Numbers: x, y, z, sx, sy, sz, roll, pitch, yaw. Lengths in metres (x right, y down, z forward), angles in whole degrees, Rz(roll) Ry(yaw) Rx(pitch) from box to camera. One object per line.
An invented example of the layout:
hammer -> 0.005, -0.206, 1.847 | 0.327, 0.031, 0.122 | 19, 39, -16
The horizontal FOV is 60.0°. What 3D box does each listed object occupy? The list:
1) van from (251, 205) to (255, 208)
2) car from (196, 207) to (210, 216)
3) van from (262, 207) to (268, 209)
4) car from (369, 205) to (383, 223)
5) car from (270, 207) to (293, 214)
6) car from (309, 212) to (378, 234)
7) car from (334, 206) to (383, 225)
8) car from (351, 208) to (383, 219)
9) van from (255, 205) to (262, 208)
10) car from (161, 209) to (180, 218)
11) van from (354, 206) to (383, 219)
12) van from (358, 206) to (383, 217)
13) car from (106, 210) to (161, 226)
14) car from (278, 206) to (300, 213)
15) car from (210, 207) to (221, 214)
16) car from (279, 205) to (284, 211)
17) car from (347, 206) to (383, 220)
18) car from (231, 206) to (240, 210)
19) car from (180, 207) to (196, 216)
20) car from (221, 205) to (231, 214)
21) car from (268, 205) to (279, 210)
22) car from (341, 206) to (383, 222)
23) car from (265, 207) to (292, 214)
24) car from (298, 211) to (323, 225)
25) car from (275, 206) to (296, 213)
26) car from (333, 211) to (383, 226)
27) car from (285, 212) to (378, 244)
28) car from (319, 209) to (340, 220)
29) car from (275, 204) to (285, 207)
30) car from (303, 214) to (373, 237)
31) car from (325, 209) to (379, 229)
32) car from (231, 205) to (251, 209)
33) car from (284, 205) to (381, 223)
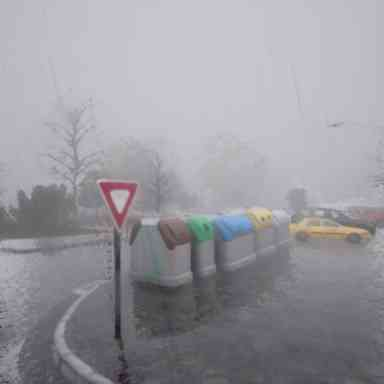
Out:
van -> 7.586, 3.098, 54.175 | 4.442, 1.987, 1.878 | 0, -2, 12
car -> -0.591, 2.883, 41.212 | 4.792, 1.488, 2.163 | 0, -2, 12
van -> 10.730, 3.281, 59.230 | 4.442, 1.987, 1.878 | 0, -2, 12
car -> 17.623, 2.647, 36.152 | 5.566, 2.045, 2.435 | 1, -1, 12
car -> 20.018, 4.058, 74.398 | 4.892, 1.521, 2.231 | 0, -2, 12
car -> 12.851, 2.622, 28.500 | 5.008, 1.535, 2.097 | 1, -1, 12
car -> 20.807, 2.830, 41.251 | 5.566, 2.045, 2.435 | 1, -1, 12
car -> 28.781, 3.542, 53.987 | 5.008, 1.535, 2.097 | 1, -1, 12
van -> 9.158, 3.189, 56.702 | 4.442, 1.987, 1.878 | -1, -2, 12
car -> -4.208, 2.646, 35.459 | 4.892, 1.521, 2.231 | 0, -2, 12
van -> 30.259, 3.406, 56.565 | 4.442, 1.987, 1.878 | 1, -1, 12
van -> 33.436, 3.590, 61.681 | 4.442, 1.987, 1.878 | 1, -1, 12
car -> -6.015, 2.541, 32.588 | 4.892, 1.521, 2.231 | 0, -3, 12
car -> 23.091, 4.241, 79.470 | 5.008, 1.535, 2.097 | 0, -2, 11
car -> 1.146, 2.833, 44.104 | 4.553, 1.767, 2.185 | 0, -2, 12
car -> 15.359, 3.812, 66.815 | 4.792, 1.488, 2.163 | 0, -2, 12
car -> 27.222, 3.200, 51.444 | 5.566, 2.045, 2.435 | 1, -2, 12
car -> 4.323, 3.182, 49.140 | 4.674, 1.452, 2.002 | 0, -2, 12
car -> -2.598, 2.748, 38.372 | 5.366, 1.575, 1.946 | 0, -2, 12
car -> 2.781, 2.924, 46.607 | 4.553, 1.767, 2.185 | 0, -2, 12
car -> 13.729, 3.720, 64.294 | 4.792, 1.488, 2.163 | -1, -2, 12
car -> 24.044, 3.016, 46.349 | 5.566, 2.045, 2.435 | 1, -2, 12
car -> 18.643, 3.961, 71.839 | 5.366, 1.575, 1.946 | 0, -2, 12
car -> 14.145, 2.997, 39.469 | 1.812, 1.442, 4.674 | 0, -2, 33
car -> 21.584, 4.023, 76.933 | 4.553, 1.767, 2.185 | 0, -2, 11
car -> 19.210, 3.019, 38.698 | 4.792, 1.488, 2.163 | 1, -1, 12
car -> 8.204, 2.319, 20.796 | 5.366, 1.575, 1.946 | 1, -2, 12
car -> 20.908, 3.355, 50.357 | 2.128, 1.511, 4.902 | 0, -2, 32
car -> 16.871, 3.623, 69.356 | 5.566, 2.045, 2.435 | 0, -2, 12
car -> 11.236, 2.567, 25.942 | 4.674, 1.452, 2.002 | 1, -1, 12
car -> 16.024, 2.681, 33.615 | 4.553, 1.767, 2.185 | 1, -2, 12
car -> 5.869, 2.982, 51.676 | 5.566, 2.045, 2.435 | 0, -2, 12
car -> 9.665, 2.176, 23.398 | 5.566, 2.045, 2.435 | 1, -2, 12
